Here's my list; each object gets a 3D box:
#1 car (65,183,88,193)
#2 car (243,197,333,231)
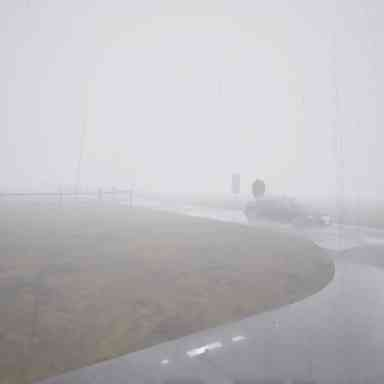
[{"bbox_3d":[-16.403,-0.488,46.999,2.033,1.411,5.357,2,2,-36],"label":"car"},{"bbox_3d":[4.812,1.030,17.296,2.128,1.511,4.902,2,2,-36],"label":"car"}]
